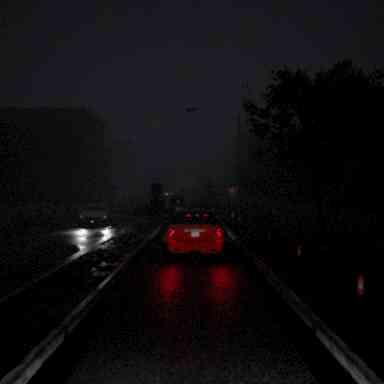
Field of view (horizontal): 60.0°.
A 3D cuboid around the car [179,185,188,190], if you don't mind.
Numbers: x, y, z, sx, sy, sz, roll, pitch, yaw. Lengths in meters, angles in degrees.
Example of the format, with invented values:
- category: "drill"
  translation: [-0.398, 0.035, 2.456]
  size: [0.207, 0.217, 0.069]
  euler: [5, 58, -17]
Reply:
- category: "car"
  translation: [-2.281, -0.704, 81.955]
  size: [1.882, 1.535, 5.008]
  euler: [0, 2, 0]

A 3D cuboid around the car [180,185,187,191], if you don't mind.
- category: "car"
  translation: [-2.300, -1.227, 93.614]
  size: [1.837, 1.490, 4.892]
  euler: [0, 2, 0]

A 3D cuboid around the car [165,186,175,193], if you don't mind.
- category: "car"
  translation: [-5.277, -0.720, 79.701]
  size: [2.097, 1.767, 4.553]
  euler: [0, 2, 0]

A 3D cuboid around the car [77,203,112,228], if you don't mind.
- category: "car"
  translation: [-6.469, 1.507, 22.633]
  size: [1.812, 1.442, 4.674]
  euler: [1, 0, -9]

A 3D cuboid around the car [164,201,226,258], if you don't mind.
- category: "car"
  translation: [0.115, 1.410, 13.079]
  size: [2.097, 1.767, 4.553]
  euler: [0, 0, 0]

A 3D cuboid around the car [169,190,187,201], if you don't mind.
- category: "car"
  translation: [-1.930, 0.897, 45.503]
  size: [1.837, 1.490, 4.892]
  euler: [-1, 2, -3]
